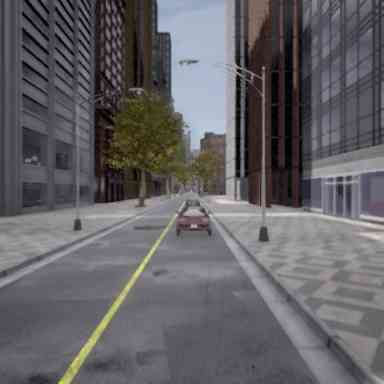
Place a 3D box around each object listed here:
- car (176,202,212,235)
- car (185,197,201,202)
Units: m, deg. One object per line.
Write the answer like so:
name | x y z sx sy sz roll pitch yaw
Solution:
car | 0.098 1.512 18.618 1.812 1.442 4.674 0 0 0
car | 0.096 1.456 44.418 2.128 1.511 4.902 0 0 0
